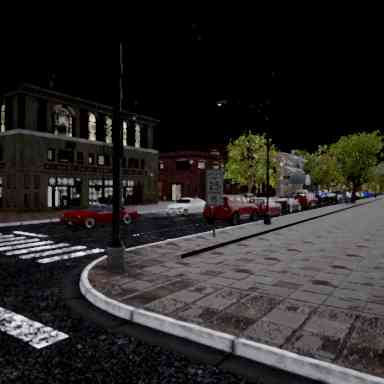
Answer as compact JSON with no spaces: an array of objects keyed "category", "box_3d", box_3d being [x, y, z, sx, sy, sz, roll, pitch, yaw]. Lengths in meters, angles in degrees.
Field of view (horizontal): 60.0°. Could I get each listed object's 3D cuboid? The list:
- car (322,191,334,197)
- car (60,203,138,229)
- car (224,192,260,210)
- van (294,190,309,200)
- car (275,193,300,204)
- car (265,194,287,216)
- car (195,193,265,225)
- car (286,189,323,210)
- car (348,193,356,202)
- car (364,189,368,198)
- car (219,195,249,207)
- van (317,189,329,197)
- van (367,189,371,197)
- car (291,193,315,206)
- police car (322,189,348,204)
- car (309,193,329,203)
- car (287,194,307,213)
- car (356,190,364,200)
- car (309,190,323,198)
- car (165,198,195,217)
[{"category":"car","box_3d":[33.436,0.428,81.714,2.008,1.369,4.403,2,2,34]},{"category":"car","box_3d":[-5.582,1.395,20.401,1.895,1.301,4.718,1,1,34]},{"category":"car","box_3d":[5.571,0.908,36.610,2.097,1.767,4.553,1,1,35]},{"category":"van","box_3d":[20.878,0.496,63.440,1.690,1.788,3.998,2,2,34]},{"category":"car","box_3d":[14.111,0.922,48.891,2.033,1.411,5.357,1,1,35]},{"category":"car","box_3d":[5.808,1.147,26.734,1.967,1.590,4.097,1,2,34]},{"category":"car","box_3d":[2.669,1.089,22.164,2.192,1.841,5.009,1,2,34]},{"category":"car","box_3d":[12.091,0.888,35.867,2.192,1.841,5.009,1,2,34]},{"category":"car","box_3d":[23.708,0.685,52.040,2.097,1.767,4.553,1,1,35]},{"category":"car","box_3d":[34.166,0.617,67.982,1.752,1.417,4.829,1,2,34]},{"category":"car","box_3d":[5.175,1.061,40.608,1.947,1.339,4.313,1,2,34]},{"category":"van","box_3d":[30.298,0.288,77.142,1.690,1.788,3.998,2,2,34]},{"category":"van","box_3d":[40.352,0.296,76.974,1.690,1.788,3.998,1,2,34]},{"category":"car","box_3d":[14.988,0.965,44.754,1.812,1.442,4.674,1,1,35]},{"category":"police car","box_3d":[19.838,0.842,46.375,1.930,1.638,5.238,1,1,35]},{"category":"car","box_3d":[19.997,0.855,52.139,1.812,1.442,4.674,1,1,35]},{"category":"car","box_3d":[8.947,1.191,31.304,2.008,1.369,4.403,1,2,34]},{"category":"car","box_3d":[30.928,0.745,63.276,1.802,1.307,4.206,1,2,34]},{"category":"car","box_3d":[27.157,0.457,72.577,1.967,1.590,4.097,2,2,34]},{"category":"car","box_3d":[-0.337,1.208,28.035,1.812,1.442,4.674,1,1,35]}]
